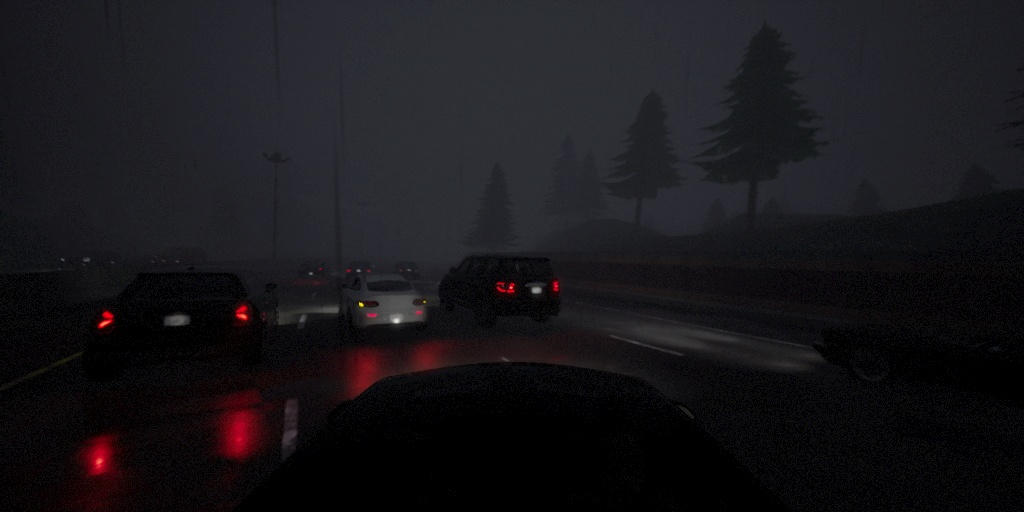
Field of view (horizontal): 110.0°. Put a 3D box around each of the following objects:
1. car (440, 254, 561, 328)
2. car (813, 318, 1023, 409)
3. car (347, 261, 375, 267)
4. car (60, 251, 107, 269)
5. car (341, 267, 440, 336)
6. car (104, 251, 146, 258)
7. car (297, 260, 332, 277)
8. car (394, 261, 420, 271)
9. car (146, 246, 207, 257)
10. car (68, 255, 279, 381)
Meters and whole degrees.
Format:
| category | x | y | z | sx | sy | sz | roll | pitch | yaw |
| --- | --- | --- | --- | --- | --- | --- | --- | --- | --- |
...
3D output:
| category | x | y | z | sx | sy | sz | roll | pitch | yaw |
| --- | --- | --- | --- | --- | --- | --- | --- | --- | --- |
| car | -0.639 | 0.966 | 11.788 | 2.150 | 2.045 | 5.566 | 1 | 0 | -29 |
| car | 7.398 | 1.521 | 5.016 | 1.895 | 1.301 | 4.718 | 1 | 0 | -33 |
| car | -11.568 | 1.060 | 27.334 | 2.033 | 1.411 | 5.357 | 1 | 0 | -21 |
| car | -39.487 | 0.293 | 33.816 | 2.097 | 1.767 | 4.553 | 1 | 0 | -15 |
| car | -3.729 | 1.199 | 10.158 | 1.812 | 1.442 | 4.674 | 1 | 0 | -29 |
| car | -36.102 | 0.534 | 34.690 | 1.812 | 1.442 | 4.674 | 1 | 0 | -15 |
| car | -15.986 | 1.015 | 29.337 | 1.895 | 1.301 | 4.718 | 1 | 0 | -19 |
| car | -8.694 | 1.127 | 29.642 | 2.033 | 1.411 | 5.357 | 1 | 0 | -20 |
| car | -32.702 | 0.074 | 35.565 | 2.150 | 2.045 | 5.566 | 1 | 0 | -15 |
| car | -6.085 | 0.969 | 7.260 | 2.097 | 1.767 | 4.553 | 1 | 0 | -29 |
